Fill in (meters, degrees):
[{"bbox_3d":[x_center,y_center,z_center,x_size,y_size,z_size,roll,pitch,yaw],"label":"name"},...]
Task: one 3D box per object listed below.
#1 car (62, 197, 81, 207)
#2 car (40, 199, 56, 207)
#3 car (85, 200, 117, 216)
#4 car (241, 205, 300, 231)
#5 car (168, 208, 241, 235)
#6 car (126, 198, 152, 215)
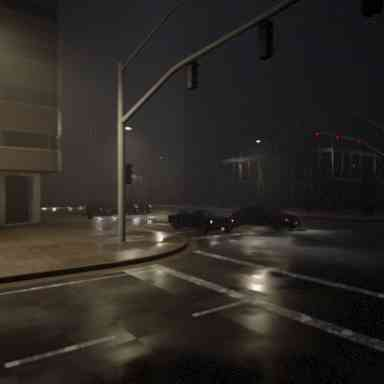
[{"bbox_3d":[-19.139,1.542,52.933,1.882,1.535,5.008,0,0,-36],"label":"car"},{"bbox_3d":[-22.668,1.663,51.848,1.895,1.301,4.718,0,0,-36],"label":"car"},{"bbox_3d":[-9.224,1.588,33.342,1.812,1.442,4.674,0,0,-36],"label":"car"},{"bbox_3d":[4.515,1.587,21.178,1.812,1.442,4.674,0,0,-43],"label":"car"},{"bbox_3d":[0.457,1.663,19.679,1.895,1.301,4.718,0,0,-33],"label":"car"},{"bbox_3d":[-5.979,1.417,34.809,2.097,1.767,4.553,0,0,-36],"label":"car"}]
